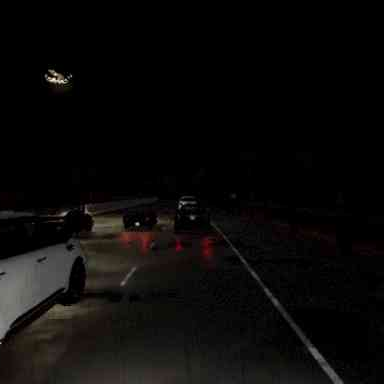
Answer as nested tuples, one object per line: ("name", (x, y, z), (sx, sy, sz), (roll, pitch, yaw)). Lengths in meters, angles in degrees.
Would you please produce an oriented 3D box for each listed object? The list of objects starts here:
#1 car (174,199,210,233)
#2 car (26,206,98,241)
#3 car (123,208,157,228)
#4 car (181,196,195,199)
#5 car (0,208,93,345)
("car", (-0.023, 1.523, 21.051), (2.097, 1.767, 4.553), (0, 0, -1))
("car", (-6.968, 1.641, 18.504), (2.128, 1.511, 4.902), (0, 0, -1))
("car", (-3.570, 1.792, 23.577), (1.895, 1.301, 4.718), (0, 0, -1))
("car", (-0.535, 1.551, 40.759), (2.150, 2.045, 5.566), (0, 0, -1))
("car", (-3.401, 1.264, 5.127), (2.150, 2.045, 5.566), (0, 0, 0))
